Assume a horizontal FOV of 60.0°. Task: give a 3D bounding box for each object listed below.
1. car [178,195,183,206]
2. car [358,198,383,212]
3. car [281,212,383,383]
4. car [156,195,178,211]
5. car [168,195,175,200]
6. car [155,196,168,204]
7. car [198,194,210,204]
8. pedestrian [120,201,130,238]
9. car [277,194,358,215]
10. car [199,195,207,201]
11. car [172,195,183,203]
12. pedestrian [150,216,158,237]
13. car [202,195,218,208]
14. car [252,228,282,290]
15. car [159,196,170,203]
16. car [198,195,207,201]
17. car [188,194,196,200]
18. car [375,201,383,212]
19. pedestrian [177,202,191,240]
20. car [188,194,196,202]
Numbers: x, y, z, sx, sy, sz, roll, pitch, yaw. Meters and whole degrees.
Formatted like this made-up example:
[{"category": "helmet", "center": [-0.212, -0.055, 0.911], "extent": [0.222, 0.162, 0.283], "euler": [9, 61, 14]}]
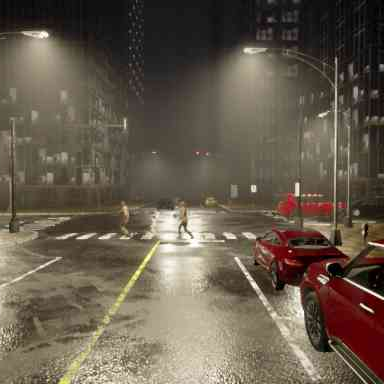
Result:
[{"category": "car", "center": [-3.085, 1.316, 54.634], "extent": [2.097, 1.767, 4.553], "euler": [0, 0, 0]}, {"category": "car", "center": [15.651, 1.356, 29.843], "extent": [4.892, 1.490, 1.837], "euler": [0, 1, -5]}, {"category": "car", "center": [2.672, 1.314, 3.168], "extent": [2.192, 1.841, 5.009], "euler": [-1, 0, 0]}, {"category": "car", "center": [-3.096, 1.455, 40.012], "extent": [1.882, 1.535, 5.008], "euler": [0, 0, 0]}, {"category": "car", "center": [-5.664, 1.493, 92.331], "extent": [1.802, 1.307, 4.206], "euler": [-1, 0, 0]}, {"category": "car", "center": [-5.836, 1.518, 63.962], "extent": [1.947, 1.339, 4.313], "euler": [-1, 0, 0]}, {"category": "car", "center": [2.716, 1.268, 63.412], "extent": [2.192, 1.841, 5.009], "euler": [-1, 0, 0]}, {"category": "pedestrian", "center": [-3.207, 1.286, 15.950], "extent": [0.375, 1.860, 0.375], "euler": [-1, 1, 0]}, {"category": "car", "center": [9.486, 1.178, 26.013], "extent": [5.566, 2.045, 2.150], "euler": [0, 2, 0]}, {"category": "car", "center": [2.682, 1.494, 80.922], "extent": [1.947, 1.339, 4.313], "euler": [-1, 0, 0]}, {"category": "car", "center": [-2.997, 1.422, 69.528], "extent": [1.882, 1.535, 5.008], "euler": [0, 0, 0]}, {"category": "pedestrian", "center": [-1.811, 1.665, 16.583], "extent": [0.500, 1.100, 0.500], "euler": [-1, 1, 0]}, {"category": "car", "center": [2.809, 1.496, 48.331], "extent": [1.752, 1.417, 4.829], "euler": [-1, 0, 0]}, {"category": "car", "center": [2.679, 1.578, 8.793], "extent": [1.802, 1.307, 4.206], "euler": [-1, 0, 0]}, {"category": "car", "center": [-5.666, 1.510, 69.636], "extent": [1.947, 1.339, 4.313], "euler": [-1, 0, 0]}, {"category": "car", "center": [2.683, 1.471, 86.595], "extent": [2.008, 1.369, 4.403], "euler": [-1, 0, 0]}, {"category": "car", "center": [0.004, 1.233, 84.229], "extent": [1.882, 1.535, 5.008], "euler": [0, 0, 0]}, {"category": "car", "center": [16.129, 1.537, 24.068], "extent": [4.313, 1.339, 1.947], "euler": [0, 1, -5]}, {"category": "pedestrian", "center": [-0.354, 1.287, 15.274], "extent": [0.375, 1.860, 0.375], "euler": [-1, 1, 0]}, {"category": "car", "center": [0.004, 1.525, 74.255], "extent": [1.895, 1.301, 4.718], "euler": [0, 0, 0]}]
